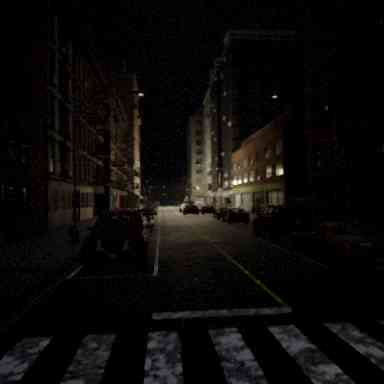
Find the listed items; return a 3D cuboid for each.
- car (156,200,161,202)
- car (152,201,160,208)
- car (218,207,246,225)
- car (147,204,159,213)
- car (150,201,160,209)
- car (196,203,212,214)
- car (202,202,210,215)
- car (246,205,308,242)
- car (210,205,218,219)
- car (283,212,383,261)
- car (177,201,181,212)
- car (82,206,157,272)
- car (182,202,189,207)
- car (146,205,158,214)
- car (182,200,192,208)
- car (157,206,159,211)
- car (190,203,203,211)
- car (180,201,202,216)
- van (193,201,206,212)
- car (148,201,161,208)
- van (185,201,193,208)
[{"bbox_3d":[-7.245,2.717,63.064,2.192,1.841,5.009,-1,-1,-5],"label":"car"},{"bbox_3d":[-9.852,3.327,91.329,2.192,1.841,5.009,-1,-1,-5],"label":"car"},{"bbox_3d":[3.880,2.124,29.872,1.887,1.381,4.507,-1,-1,-5],"label":"car"},{"bbox_3d":[-6.721,2.845,57.405,1.947,1.339,4.313,-1,-1,-5],"label":"car"},{"bbox_3d":[-8.809,3.084,80.023,2.192,1.841,5.009,-1,-1,-5],"label":"car"},{"bbox_3d":[1.797,2.513,52.489,1.967,1.590,4.097,-1,-1,-5],"label":"car"},{"bbox_3d":[2.319,2.494,46.833,1.887,1.381,4.507,-1,-1,-5],"label":"car"},{"bbox_3d":[4.919,1.646,18.569,2.192,1.841,5.009,-1,-1,-5],"label":"car"},{"bbox_3d":[3.360,2.285,35.524,1.802,1.307,4.206,-1,-1,-5],"label":"car"},{"bbox_3d":[5.426,1.735,13.080,1.752,1.417,4.829,-1,-1,-5],"label":"car"},{"bbox_3d":[-1.079,2.706,55.976,1.812,1.442,4.674,-1,-1,-5],"label":"car"},{"bbox_3d":[-2.553,1.604,12.186,2.192,1.841,5.009,-1,-1,-5],"label":"car"},{"bbox_3d":[-1.845,3.511,92.061,1.802,1.307,4.206,-1,-1,-5],"label":"car"},{"bbox_3d":[-6.199,2.738,51.752,1.802,1.307,4.206,-1,-1,-5],"label":"car"},{"bbox_3d":[-1.327,3.122,86.413,2.192,1.841,5.009,-1,-1,-5],"label":"car"},{"bbox_3d":[-4.114,2.207,29.141,1.887,1.381,4.507,-1,-1,-5],"label":"car"},{"bbox_3d":[0.757,2.869,63.794,2.008,1.369,4.403,-1,-1,-5],"label":"car"},{"bbox_3d":[-0.161,2.442,46.087,1.882,1.535,5.008,-1,-1,-5],"label":"car"},{"bbox_3d":[1.275,2.537,58.144,1.690,1.788,3.998,-1,-1,-5],"label":"van"},{"bbox_3d":[-5.680,2.473,46.102,1.967,1.590,4.097,-1,-1,-5],"label":"car"},{"bbox_3d":[-0.807,3.027,80.759,1.690,1.788,3.998,-1,-1,-5],"label":"van"}]
